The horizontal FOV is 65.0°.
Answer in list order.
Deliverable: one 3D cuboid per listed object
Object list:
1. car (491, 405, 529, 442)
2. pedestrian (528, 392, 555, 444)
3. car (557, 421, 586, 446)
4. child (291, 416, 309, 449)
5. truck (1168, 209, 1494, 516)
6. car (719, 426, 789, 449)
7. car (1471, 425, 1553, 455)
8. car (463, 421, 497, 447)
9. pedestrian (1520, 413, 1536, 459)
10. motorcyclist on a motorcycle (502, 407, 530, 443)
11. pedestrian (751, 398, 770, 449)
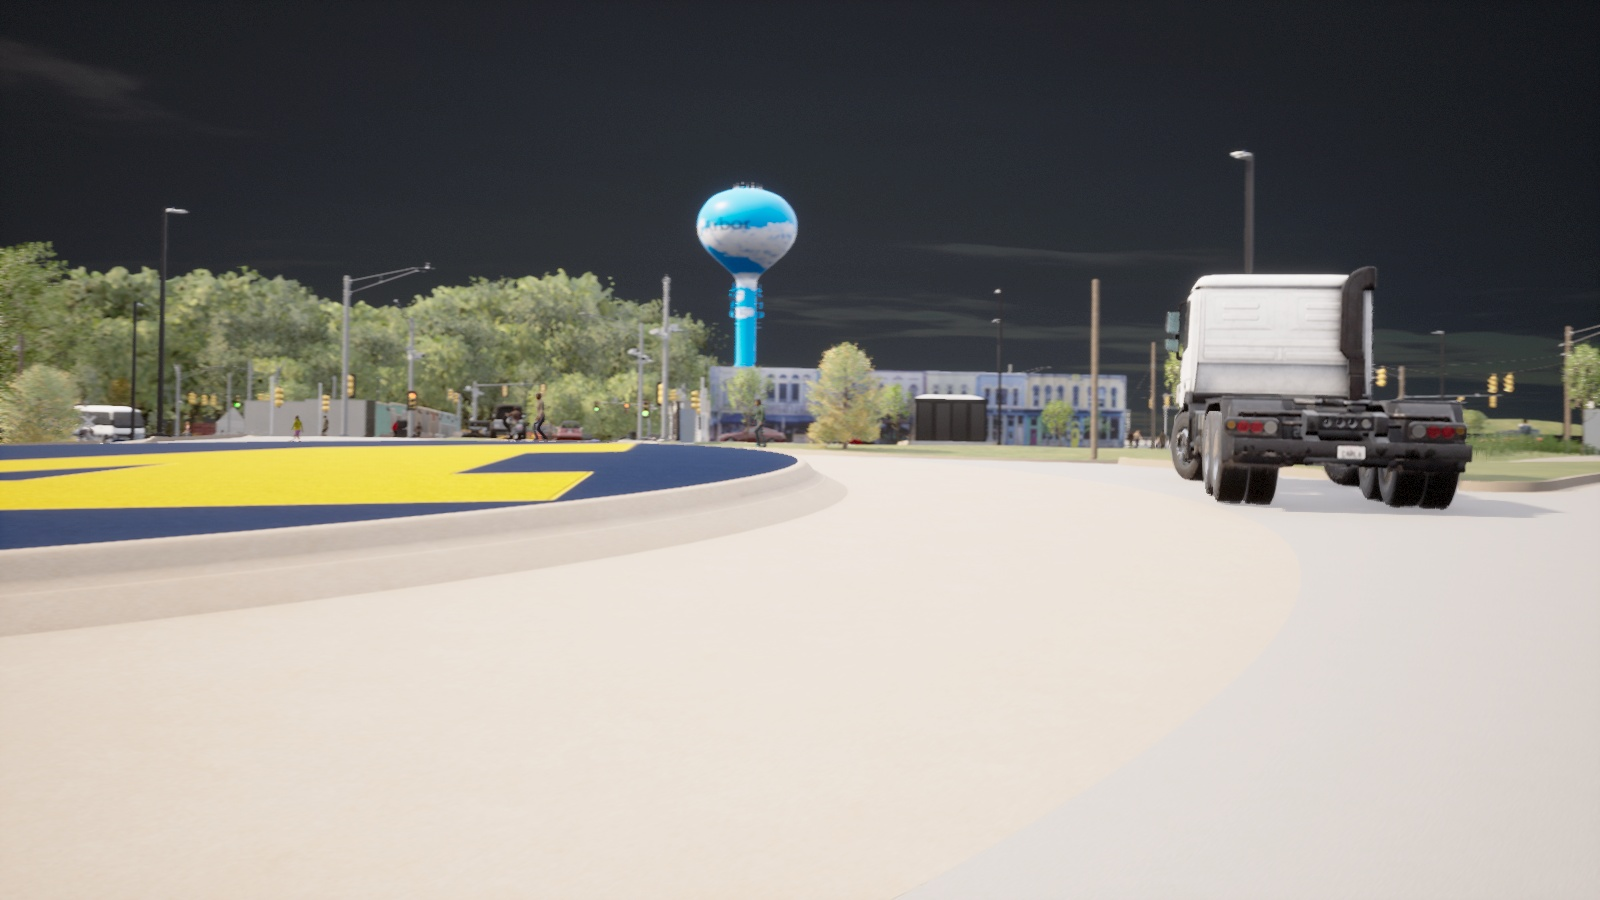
[{"bbox_3d":[-15.572,-1.393,67.448,1.905,1.878,3.866,1,0,-13],"label":"car"},{"bbox_3d":[-9.008,-1.110,43.781,0.869,1.805,0.328,1,-1,-23],"label":"pedestrian"},{"bbox_3d":[-15.503,-1.095,85.001,1.851,1.617,3.988,1,-1,-11],"label":"car"},{"bbox_3d":[-17.670,-0.609,44.388,0.473,1.160,0.299,0,-1,19],"label":"child"},{"bbox_3d":[7.204,-1.140,18.333,2.891,3.462,7.936,2,2,13],"label":"truck"},{"bbox_3d":[-3.162,-0.819,86.173,4.674,1.442,1.812,1,-1,-6],"label":"car"},{"bbox_3d":[44.093,-0.606,77.897,2.097,1.767,4.553,1,0,-7],"label":"car"},{"bbox_3d":[-24.004,-1.175,94.248,1.905,1.878,3.866,1,-1,-5],"label":"car"},{"bbox_3d":[31.465,-0.604,54.263,0.423,1.949,0.788,0,-1,17],"label":"pedestrian"},{"bbox_3d":[-13.284,-1.155,58.701,0.766,1.649,2.350,1,1,-25],"label":"motorcyclist on a motorcycle"},{"bbox_3d":[-1.475,-0.971,46.498,0.614,1.847,0.353,1,-1,-14],"label":"pedestrian"}]
